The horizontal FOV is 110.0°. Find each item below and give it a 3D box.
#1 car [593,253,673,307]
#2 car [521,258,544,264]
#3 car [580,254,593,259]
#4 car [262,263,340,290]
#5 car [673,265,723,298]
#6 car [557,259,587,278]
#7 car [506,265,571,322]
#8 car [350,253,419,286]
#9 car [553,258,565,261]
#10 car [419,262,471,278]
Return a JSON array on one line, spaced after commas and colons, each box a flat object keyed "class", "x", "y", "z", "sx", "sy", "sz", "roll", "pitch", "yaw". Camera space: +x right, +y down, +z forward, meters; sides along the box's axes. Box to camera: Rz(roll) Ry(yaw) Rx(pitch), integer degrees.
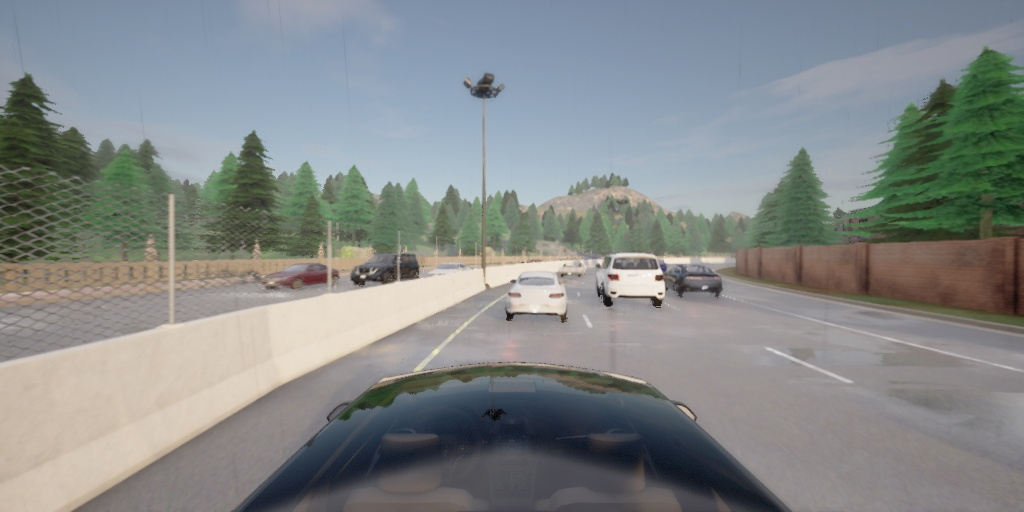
[{"class": "car", "x": 4.848, "y": 0.914, "z": 15.291, "sx": 2.150, "sy": 2.045, "sz": 5.566, "roll": 0, "pitch": 0, "yaw": 9}, {"class": "car", "x": 3.463, "y": 1.034, "z": 59.991, "sx": 1.895, "sy": 1.301, "sz": 4.718, "roll": 0, "pitch": 0, "yaw": 33}, {"class": "car", "x": 13.588, "y": 0.684, "z": 62.284, "sx": 2.150, "sy": 2.045, "sz": 5.566, "roll": 0, "pitch": 0, "yaw": 37}, {"class": "car", "x": -12.064, "y": 1.118, "z": 20.948, "sx": 1.812, "sy": 1.442, "sz": 4.674, "roll": 0, "pitch": 0, "yaw": 12}, {"class": "car", "x": 8.953, "y": 1.184, "z": 18.195, "sx": 2.128, "sy": 1.511, "sz": 4.902, "roll": 0, "pitch": 0, "yaw": 11}, {"class": "car", "x": 5.611, "y": 1.199, "z": 32.422, "sx": 1.895, "sy": 1.301, "sz": 4.718, "roll": 0, "pitch": 0, "yaw": 19}, {"class": "car", "x": 0.896, "y": 1.221, "z": 12.072, "sx": 1.812, "sy": 1.442, "sz": 4.674, "roll": 0, "pitch": 0, "yaw": 7}, {"class": "car", "x": -8.023, "y": 0.816, "z": 23.390, "sx": 2.150, "sy": 2.045, "sz": 5.566, "roll": 0, "pitch": 0, "yaw": 12}, {"class": "car", "x": 8.055, "y": 1.012, "z": 60.573, "sx": 1.994, "sy": 1.385, "sz": 4.181, "roll": 0, "pitch": 0, "yaw": 34}, {"class": "car", "x": -4.198, "y": 1.130, "z": 24.320, "sx": 1.812, "sy": 1.442, "sz": 4.674, "roll": 0, "pitch": 0, "yaw": 14}]
